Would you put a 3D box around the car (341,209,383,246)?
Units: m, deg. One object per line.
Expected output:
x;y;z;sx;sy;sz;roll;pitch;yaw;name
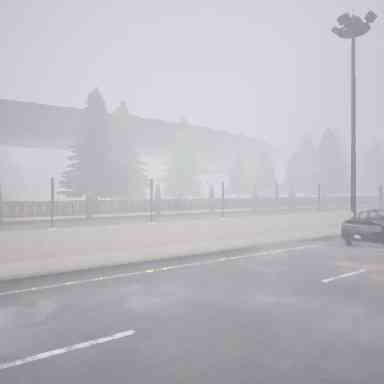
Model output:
8.269;1.495;14.066;4.902;1.511;2.128;0;0;-35;car
